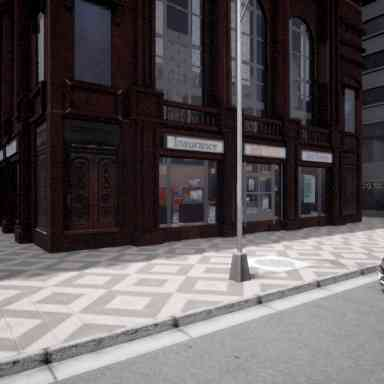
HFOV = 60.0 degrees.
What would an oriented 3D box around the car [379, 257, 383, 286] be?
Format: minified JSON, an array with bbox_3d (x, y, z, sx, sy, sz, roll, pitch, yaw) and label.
[{"bbox_3d":[6.336,1.506,7.913,4.892,1.490,1.837,0,0,-36],"label":"car"}]
